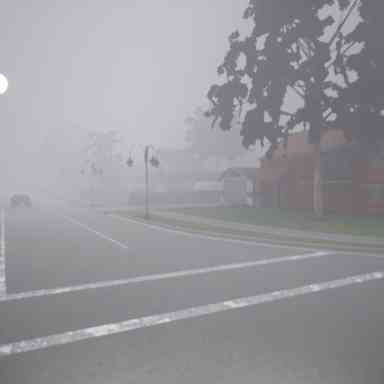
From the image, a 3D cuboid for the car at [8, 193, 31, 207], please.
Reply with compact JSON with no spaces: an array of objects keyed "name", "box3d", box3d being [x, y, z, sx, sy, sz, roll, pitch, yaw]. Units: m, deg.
[{"name":"car","box3d":[-20.060,0.944,38.718,1.837,1.490,4.892,0,0,-33]}]
